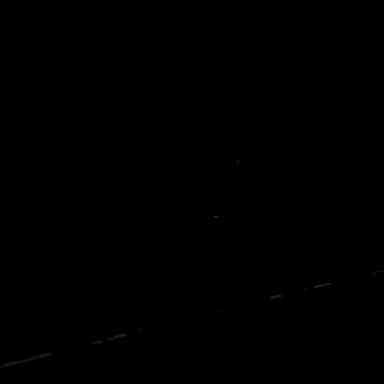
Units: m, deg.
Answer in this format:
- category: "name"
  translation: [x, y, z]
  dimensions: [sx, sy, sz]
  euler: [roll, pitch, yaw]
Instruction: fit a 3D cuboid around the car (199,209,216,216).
- category: "car"
  translation: [3.059, 4.183, 68.053]
  dimensions: [1.837, 1.490, 4.892]
  euler: [1, -4, -26]
